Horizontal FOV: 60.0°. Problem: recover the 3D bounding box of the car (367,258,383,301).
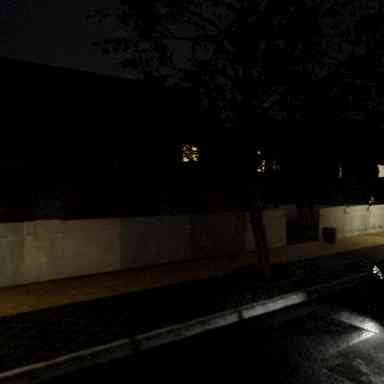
[{"bbox_3d":[5.646,1.522,7.135,4.674,1.442,1.812,0,0,-36],"label":"car"}]
